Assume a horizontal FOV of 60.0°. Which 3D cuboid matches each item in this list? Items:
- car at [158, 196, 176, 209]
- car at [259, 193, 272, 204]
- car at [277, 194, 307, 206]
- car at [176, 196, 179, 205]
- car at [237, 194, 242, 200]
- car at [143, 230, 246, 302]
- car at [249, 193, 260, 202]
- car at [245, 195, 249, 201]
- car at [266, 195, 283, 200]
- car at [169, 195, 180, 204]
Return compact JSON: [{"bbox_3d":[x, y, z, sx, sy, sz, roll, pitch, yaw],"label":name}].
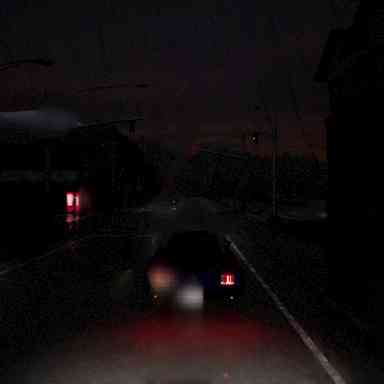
[{"bbox_3d":[-3.596,1.505,46.505,1.837,1.490,4.892,0,0,0],"label":"car"},{"bbox_3d":[14.162,1.169,54.617,5.027,1.636,2.152,0,0,0],"label":"car"},{"bbox_3d":[14.486,1.248,48.200,3.806,1.475,1.970,0,0,0],"label":"car"},{"bbox_3d":[-3.588,1.505,56.122,1.837,1.490,4.892,0,0,0],"label":"car"},{"bbox_3d":[13.881,1.389,88.901,3.633,1.501,1.845,0,0,0],"label":"car"},{"bbox_3d":[0.057,1.601,8.225,1.895,1.301,4.718,0,0,1],"label":"car"},{"bbox_3d":[14.160,1.092,67.411,3.866,1.878,1.905,0,0,0],"label":"car"},{"bbox_3d":[13.747,1.113,70.317,4.605,1.855,1.932,0,0,0],"label":"car"},{"bbox_3d":[21.302,1.399,85.922,3.806,1.475,1.970,0,0,0],"label":"car"},{"bbox_3d":[-3.536,1.478,66.547,1.882,1.535,5.008,0,0,0],"label":"car"}]
